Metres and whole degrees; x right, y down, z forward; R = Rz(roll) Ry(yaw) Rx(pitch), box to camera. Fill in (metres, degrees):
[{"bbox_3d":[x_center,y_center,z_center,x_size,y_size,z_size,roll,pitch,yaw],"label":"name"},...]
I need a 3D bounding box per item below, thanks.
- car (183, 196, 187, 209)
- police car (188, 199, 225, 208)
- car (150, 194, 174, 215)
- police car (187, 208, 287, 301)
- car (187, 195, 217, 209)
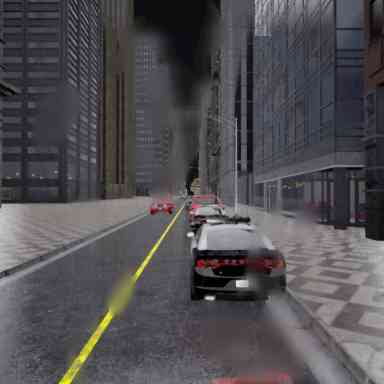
[{"bbox_3d":[0.078,1.633,46.879,2.033,1.411,5.357,0,0,1],"label":"car"},{"bbox_3d":[0.920,1.448,18.510,1.930,1.638,5.238,0,0,0],"label":"police car"},{"bbox_3d":[-3.061,1.280,34.842,2.150,2.045,5.566,0,0,0],"label":"car"},{"bbox_3d":[0.908,1.433,8.508,1.930,1.638,5.238,0,0,0],"label":"police car"},{"bbox_3d":[0.927,1.260,24.432,2.150,2.045,5.566,0,0,0],"label":"car"}]
